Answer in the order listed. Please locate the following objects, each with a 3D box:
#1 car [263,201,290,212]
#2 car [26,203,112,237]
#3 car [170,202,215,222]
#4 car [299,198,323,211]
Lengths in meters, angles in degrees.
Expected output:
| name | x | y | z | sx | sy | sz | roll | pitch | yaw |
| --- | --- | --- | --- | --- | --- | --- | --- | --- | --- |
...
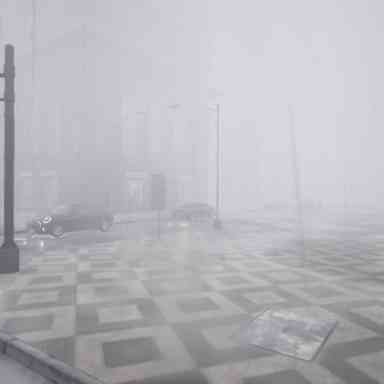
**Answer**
| name | x | y | z | sx | sy | sz | roll | pitch | yaw |
| --- | --- | --- | --- | --- | --- | --- | --- | --- | --- |
| car | 11.029 | 1.804 | 43.370 | 1.895 | 1.301 | 4.718 | 0 | 0 | 36 |
| car | -6.792 | 1.415 | 18.679 | 2.097 | 1.767 | 4.553 | 0 | 0 | 37 |
| car | 0.154 | 1.622 | 28.310 | 1.837 | 1.490 | 4.892 | 0 | 0 | 35 |
| car | 16.259 | 1.593 | 45.252 | 2.097 | 1.767 | 4.553 | 0 | 0 | 36 |
